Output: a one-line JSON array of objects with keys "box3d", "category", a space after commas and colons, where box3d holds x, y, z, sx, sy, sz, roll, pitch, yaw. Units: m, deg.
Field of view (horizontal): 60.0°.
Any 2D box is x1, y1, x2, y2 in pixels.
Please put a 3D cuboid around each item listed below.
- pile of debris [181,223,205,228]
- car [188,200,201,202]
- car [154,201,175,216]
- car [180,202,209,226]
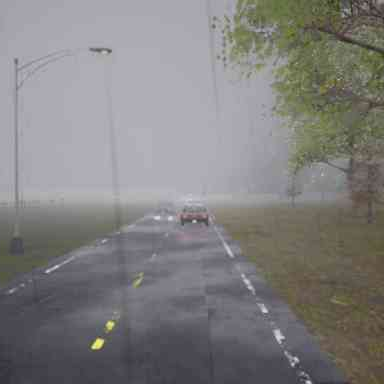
[{"box3d": [0.086, 2.187, 21.602, 1.500, 0.140, 1.860, 0, 0, 0], "category": "pile of debris"}, {"box3d": [0.307, 1.618, 41.914, 1.895, 1.301, 4.718, 0, 0, 0], "category": "car"}, {"box3d": [-2.690, 1.575, 33.854, 2.033, 1.411, 5.357, 0, 0, 0], "category": "car"}, {"box3d": [0.182, 1.612, 23.595, 1.895, 1.301, 4.718, 0, 0, 0], "category": "car"}]
